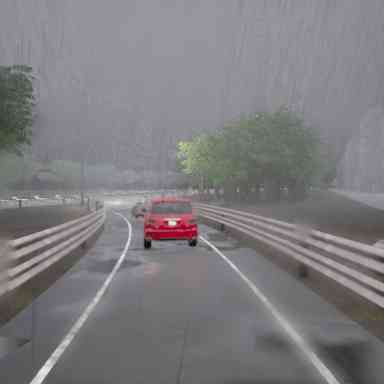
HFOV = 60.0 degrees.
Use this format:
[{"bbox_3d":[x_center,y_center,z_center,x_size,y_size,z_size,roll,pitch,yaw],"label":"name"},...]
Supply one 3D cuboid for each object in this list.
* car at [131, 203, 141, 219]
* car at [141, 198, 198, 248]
[{"bbox_3d":[-4.388,1.634,30.230,1.994,1.385,4.181,0,0,-16],"label":"car"},{"bbox_3d":[-1.110,1.277,15.128,2.150,2.045,5.566,0,0,-8],"label":"car"}]
